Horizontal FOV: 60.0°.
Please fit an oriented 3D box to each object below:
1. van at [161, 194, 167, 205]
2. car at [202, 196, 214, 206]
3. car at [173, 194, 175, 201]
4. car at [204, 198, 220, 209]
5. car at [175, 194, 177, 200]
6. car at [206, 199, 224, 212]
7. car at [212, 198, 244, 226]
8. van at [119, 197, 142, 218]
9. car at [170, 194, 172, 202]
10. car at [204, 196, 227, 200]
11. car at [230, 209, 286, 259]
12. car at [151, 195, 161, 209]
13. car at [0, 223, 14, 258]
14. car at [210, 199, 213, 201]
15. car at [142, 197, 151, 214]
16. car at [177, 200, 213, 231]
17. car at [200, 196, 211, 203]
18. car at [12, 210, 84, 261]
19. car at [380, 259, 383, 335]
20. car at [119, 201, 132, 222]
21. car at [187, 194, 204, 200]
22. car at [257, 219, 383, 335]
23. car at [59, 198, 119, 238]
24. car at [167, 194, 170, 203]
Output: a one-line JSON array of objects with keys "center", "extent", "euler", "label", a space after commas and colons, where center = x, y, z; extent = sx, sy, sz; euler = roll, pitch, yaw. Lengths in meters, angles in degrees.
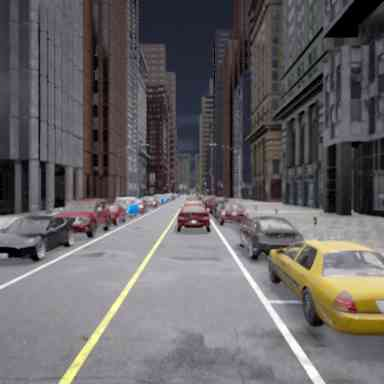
[{"center": [-5.773, 1.372, 57.401], "extent": [1.690, 1.788, 3.998], "euler": [0, 0, 0], "label": "van"}, {"center": [2.752, 1.471, 57.409], "extent": [1.967, 1.590, 4.097], "euler": [0, 0, 0], "label": "car"}, {"center": [-5.776, 1.491, 79.947], "extent": [1.967, 1.590, 4.097], "euler": [0, 0, 0], "label": "car"}, {"center": [2.754, 1.590, 46.137], "extent": [1.947, 1.339, 4.313], "euler": [0, 0, 0], "label": "car"}, {"center": [-5.778, 1.371, 85.584], "extent": [2.192, 1.841, 5.009], "euler": [0, 0, 0], "label": "car"}, {"center": [2.755, 1.566, 40.501], "extent": [1.887, 1.381, 4.507], "euler": [0, 0, 0], "label": "car"}, {"center": [2.757, 1.452, 23.591], "extent": [1.967, 1.590, 4.097], "euler": [0, 0, 0], "label": "car"}, {"center": [-5.770, 1.356, 29.218], "extent": [1.690, 1.788, 3.998], "euler": [0, 0, 0], "label": "van"}, {"center": [-5.774, 1.590, 68.674], "extent": [2.008, 1.369, 4.403], "euler": [0, 0, 0], "label": "car"}, {"center": [2.755, 1.333, 34.865], "extent": [2.192, 1.841, 5.009], "euler": [0, 0, 0], "label": "car"}, {"center": [2.758, 1.557, 12.319], "extent": [2.008, 1.369, 4.403], "euler": [0, 0, 0], "label": "car"}, {"center": [-5.771, 1.465, 46.128], "extent": [1.967, 1.590, 4.097], "euler": [0, 0, 0], "label": "car"}, {"center": [-5.766, 1.569, 6.671], "extent": [1.947, 1.339, 4.313], "euler": [0, 0, 0], "label": "car"}, {"center": [2.756, 1.581, 29.228], "extent": [1.947, 1.339, 4.313], "euler": [0, 0, 0], "label": "car"}, {"center": [-5.770, 1.458, 34.854], "extent": [1.967, 1.590, 4.097], "euler": [0, 0, 0], "label": "car"}, {"center": [0.097, 1.488, 20.712], "extent": [1.882, 1.535, 5.008], "euler": [0, 0, 0], "label": "car"}, {"center": [2.751, 1.605, 68.682], "extent": [1.947, 1.339, 4.313], "euler": [0, 0, 0], "label": "car"}, {"center": [-5.766, 1.572, 12.307], "extent": [1.947, 1.339, 4.313], "euler": [0, 0, 0], "label": "car"}, {"center": [2.760, 1.441, 1.047], "extent": [1.967, 1.590, 4.097], "euler": [0, 0, 0], "label": "car"}, {"center": [-5.768, 1.557, 23.581], "extent": [1.887, 1.381, 4.507], "euler": [0, 0, 0], "label": "car"}, {"center": [0.095, 1.372, 38.429], "extent": [2.097, 1.767, 4.553], "euler": [0, 0, 0], "label": "car"}, {"center": [2.759, 1.529, 6.853], "extent": [1.752, 1.417, 4.829], "euler": [0, 0, 0], "label": "car"}, {"center": [-5.768, 1.324, 17.944], "extent": [2.192, 1.841, 5.009], "euler": [0, 0, 0], "label": "car"}, {"center": [-5.774, 1.560, 62.868], "extent": [1.752, 1.417, 4.829], "euler": [0, 0, 0], "label": "car"}]
